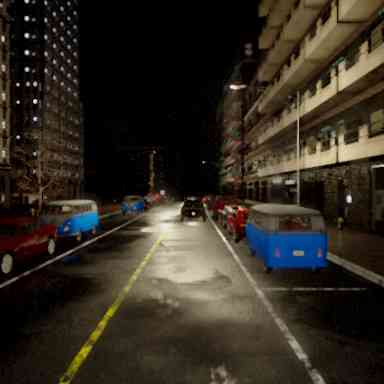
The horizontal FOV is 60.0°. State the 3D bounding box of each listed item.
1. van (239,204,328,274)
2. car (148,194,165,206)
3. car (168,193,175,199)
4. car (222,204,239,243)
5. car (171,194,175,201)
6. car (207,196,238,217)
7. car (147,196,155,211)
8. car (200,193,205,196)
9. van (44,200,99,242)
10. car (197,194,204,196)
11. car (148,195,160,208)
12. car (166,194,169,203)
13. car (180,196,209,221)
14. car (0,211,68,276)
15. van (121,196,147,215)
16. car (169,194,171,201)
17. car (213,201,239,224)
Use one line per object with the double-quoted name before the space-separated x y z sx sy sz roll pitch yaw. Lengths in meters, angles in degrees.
"van" 2.681 1.307 10.221 1.690 1.788 3.998 0 0 0
"car" -5.707 1.168 48.914 2.192 1.841 5.009 0 0 0
"car" -5.716 1.197 93.134 1.967 1.590 4.097 0 0 0
"car" 2.681 1.492 15.750 1.887 1.381 4.507 0 0 0
"car" -5.712 1.229 76.552 1.967 1.590 4.097 0 0 0
"car" 2.677 1.229 26.805 2.192 1.841 5.009 0 0 0
"car" -5.703 1.464 37.859 1.802 1.307 4.206 0 0 0
"car" 2.673 1.280 54.443 1.967 1.590 4.097 0 0 0
"van" -5.700 1.289 15.748 1.690 1.788 3.998 0 0 0
"car" 0.090 1.355 44.884 2.128 1.511 4.902 0 0 0
"car" -5.705 1.418 43.387 2.008 1.369 4.403 0 0 0
"car" -5.708 1.371 59.969 1.887 1.381 4.507 0 0 0
"car" 0.095 1.392 26.593 1.882 1.535 5.008 0 1 0
"car" -5.698 1.510 10.221 1.887 1.381 4.507 0 0 0
"van" -5.704 1.239 32.330 1.690 1.788 3.998 0 0 0
"car" -5.709 1.364 65.497 2.008 1.369 4.403 0 0 0
"car" 2.680 1.481 21.277 2.008 1.369 4.403 0 0 0
